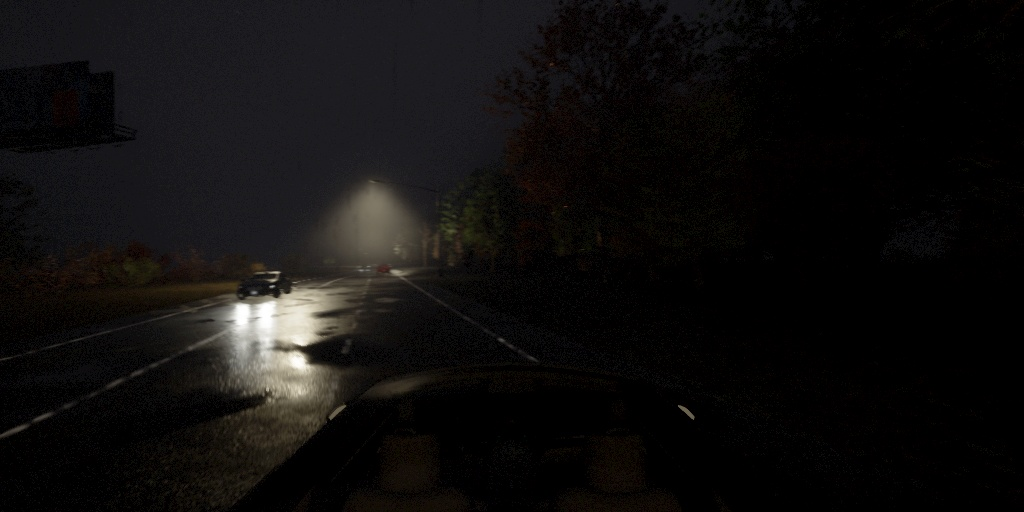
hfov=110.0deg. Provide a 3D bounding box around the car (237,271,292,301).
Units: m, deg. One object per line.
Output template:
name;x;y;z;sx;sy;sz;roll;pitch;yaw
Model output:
car;-14.250;1.667;20.901;2.128;1.511;4.902;-1;0;-21

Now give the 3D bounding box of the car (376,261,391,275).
car;-19.505;1.969;54.521;1.882;1.535;5.008;-1;0;-21
